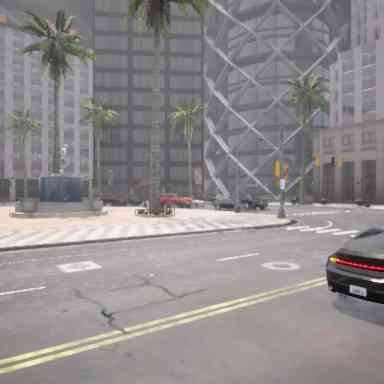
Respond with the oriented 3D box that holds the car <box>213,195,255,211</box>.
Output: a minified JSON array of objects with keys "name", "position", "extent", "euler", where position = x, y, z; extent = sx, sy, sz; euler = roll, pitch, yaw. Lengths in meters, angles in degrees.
[{"name":"car","position":[4.719,1.481,40.402],"extent":[2.128,1.511,4.902],"euler":[0,0,-42]}]

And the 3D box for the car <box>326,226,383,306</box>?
[{"name":"car","position":[4.923,1.502,7.306],"extent":[4.892,1.490,1.837],"euler":[0,0,-35]}]

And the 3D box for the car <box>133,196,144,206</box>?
[{"name":"car","position":[-10.676,1.213,54.147],"extent":[5.566,2.045,2.150],"euler":[0,0,13]}]

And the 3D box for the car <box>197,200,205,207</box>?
[{"name":"car","position":[-0.199,1.515,49.571],"extent":[4.674,1.442,1.812],"euler":[0,0,32]}]

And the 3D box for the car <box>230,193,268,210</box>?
[{"name":"car","position":[7.088,1.210,43.087],"extent":[2.150,2.045,5.566],"euler":[0,0,-41]}]

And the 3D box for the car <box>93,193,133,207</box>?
[{"name":"car","position":[-12.531,1.214,51.019],"extent":[5.566,2.045,2.150],"euler":[0,0,10]}]

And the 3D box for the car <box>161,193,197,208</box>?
[{"name":"car","position":[-2.568,1.212,47.055],"extent":[5.566,2.045,2.150],"euler":[0,0,31]}]
